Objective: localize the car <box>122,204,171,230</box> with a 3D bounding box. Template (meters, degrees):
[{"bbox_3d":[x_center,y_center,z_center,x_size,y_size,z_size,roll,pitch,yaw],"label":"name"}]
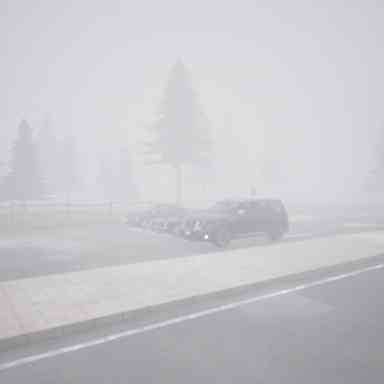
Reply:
[{"bbox_3d":[-1.957,1.518,20.896,4.902,1.511,2.128,0,0,-35],"label":"car"}]

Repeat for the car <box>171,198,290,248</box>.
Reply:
[{"bbox_3d":[2.082,1.320,15.179,5.566,2.045,2.150,0,0,-35],"label":"car"}]

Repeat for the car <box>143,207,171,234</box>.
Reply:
[{"bbox_3d":[0.050,1.646,18.029,4.718,1.301,1.895,0,0,-35],"label":"car"}]
